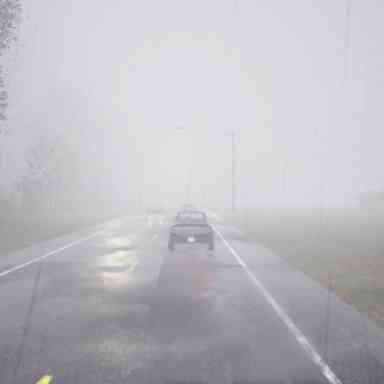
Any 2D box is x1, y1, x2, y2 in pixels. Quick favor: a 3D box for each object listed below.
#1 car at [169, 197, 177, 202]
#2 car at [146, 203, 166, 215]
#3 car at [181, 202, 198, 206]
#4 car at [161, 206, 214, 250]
[{"bbox_3d":[-4.406,1.942,78.532,1.882,1.535,5.008,0,-1,-1],"label":"car"},{"bbox_3d":[-4.006,1.907,38.009,1.994,1.385,4.181,0,-1,0],"label":"car"},{"bbox_3d":[-0.335,1.842,38.326,2.128,1.511,4.902,0,-1,-1],"label":"car"},{"bbox_3d":[-0.057,1.614,15.023,2.128,1.511,4.902,0,0,-1],"label":"car"}]
